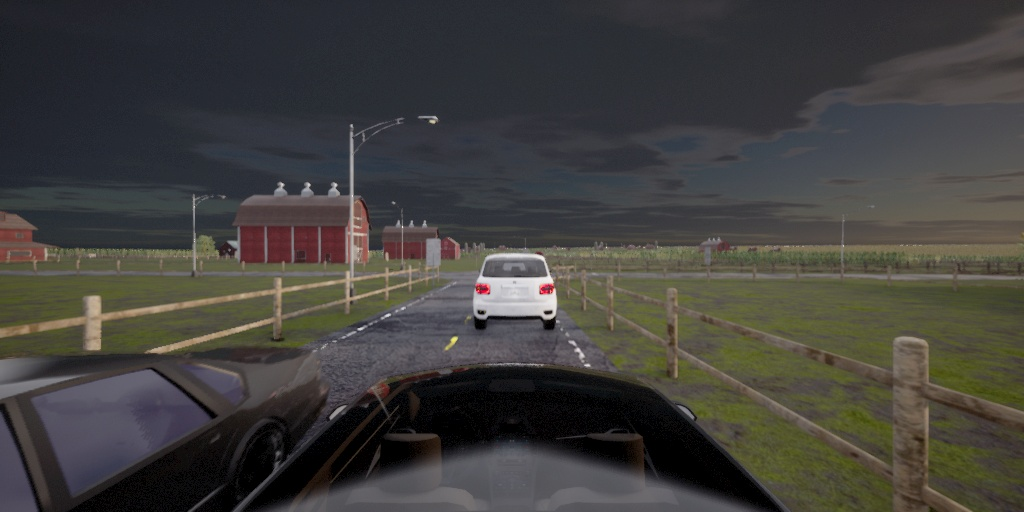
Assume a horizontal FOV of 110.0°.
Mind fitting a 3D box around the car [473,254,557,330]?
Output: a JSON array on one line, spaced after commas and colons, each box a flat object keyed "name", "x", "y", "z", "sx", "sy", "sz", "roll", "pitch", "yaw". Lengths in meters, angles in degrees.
[{"name": "car", "x": 0.097, "y": 0.954, "z": 11.208, "sx": 2.150, "sy": 2.045, "sz": 5.566, "roll": 0, "pitch": 0, "yaw": 1}]

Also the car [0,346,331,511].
[{"name": "car", "x": -2.851, "y": 1.298, "z": 1.484, "sx": 2.033, "sy": 1.411, "sz": 5.357, "roll": 0, "pitch": 0, "yaw": 0}]
